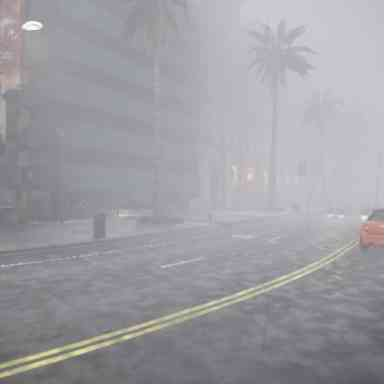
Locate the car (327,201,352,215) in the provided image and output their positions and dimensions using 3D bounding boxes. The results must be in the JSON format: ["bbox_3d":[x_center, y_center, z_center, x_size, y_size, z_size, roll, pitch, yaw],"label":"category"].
[{"bbox_3d":[16.837,1.771,37.849,2.033,1.411,5.357,0,0,35],"label":"car"}]

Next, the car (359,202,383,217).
[{"bbox_3d":[18.986,1.765,34.818,1.994,1.385,4.181,0,0,35],"label":"car"}]

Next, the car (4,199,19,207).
[{"bbox_3d":[-30.808,1.839,59.334,2.161,1.482,4.786,0,0,35],"label":"car"}]

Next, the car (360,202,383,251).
[{"bbox_3d":[8.517,1.432,13.849,2.097,1.767,4.553,0,0,37],"label":"car"}]

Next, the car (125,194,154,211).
[{"bbox_3d":[-6.000,1.311,42.288,2.435,2.045,5.566,0,0,35],"label":"car"}]

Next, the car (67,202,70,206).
[{"bbox_3d":[-21.580,1.831,52.292,1.895,1.301,4.718,0,0,35],"label":"car"}]
